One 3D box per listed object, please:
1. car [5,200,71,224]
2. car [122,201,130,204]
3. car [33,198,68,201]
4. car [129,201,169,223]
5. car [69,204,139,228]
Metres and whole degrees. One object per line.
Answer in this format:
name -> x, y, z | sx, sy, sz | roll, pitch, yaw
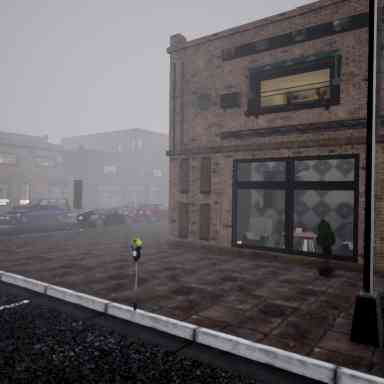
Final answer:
car -> -12.015, 1.649, 26.086 | 1.812, 1.442, 4.674 | 1, 0, 36
car -> -6.231, 1.708, 34.043 | 2.128, 1.511, 4.902 | 1, 0, 36
car -> -13.054, 1.415, 29.073 | 2.192, 1.841, 5.009 | 0, 0, 36
car -> -3.015, 1.724, 28.629 | 1.967, 1.590, 4.097 | 0, 0, 36
car -> -6.281, 1.797, 24.142 | 1.947, 1.339, 4.313 | 0, 0, 36
